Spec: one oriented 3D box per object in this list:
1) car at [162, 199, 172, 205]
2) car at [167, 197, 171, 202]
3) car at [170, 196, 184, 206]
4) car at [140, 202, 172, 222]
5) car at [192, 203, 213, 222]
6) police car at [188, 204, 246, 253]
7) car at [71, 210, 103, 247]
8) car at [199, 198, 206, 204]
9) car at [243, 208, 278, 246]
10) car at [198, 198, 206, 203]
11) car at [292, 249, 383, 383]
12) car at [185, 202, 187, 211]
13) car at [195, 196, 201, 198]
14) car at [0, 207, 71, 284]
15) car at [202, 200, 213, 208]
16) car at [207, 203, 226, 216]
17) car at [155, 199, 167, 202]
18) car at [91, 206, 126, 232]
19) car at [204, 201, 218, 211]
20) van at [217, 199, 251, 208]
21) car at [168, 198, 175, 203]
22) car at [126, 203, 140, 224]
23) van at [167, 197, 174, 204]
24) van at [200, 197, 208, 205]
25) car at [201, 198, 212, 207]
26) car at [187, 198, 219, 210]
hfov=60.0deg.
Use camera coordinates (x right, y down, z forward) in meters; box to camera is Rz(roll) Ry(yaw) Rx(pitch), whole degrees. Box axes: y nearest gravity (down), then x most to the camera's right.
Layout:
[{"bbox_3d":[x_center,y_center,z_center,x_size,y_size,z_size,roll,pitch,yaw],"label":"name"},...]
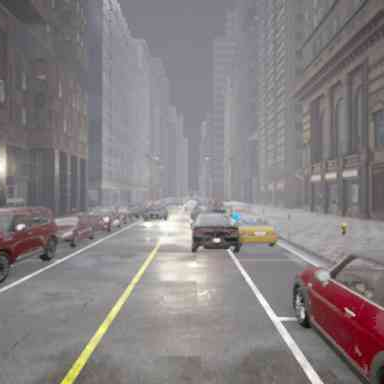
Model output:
[{"bbox_3d":[-5.744,2.307,77.261,1.887,1.381,4.507,0,-1,0],"label":"car"},{"bbox_3d":[-5.746,2.146,71.661,1.967,1.590,4.097,0,-1,0],"label":"car"},{"bbox_3d":[-2.980,2.052,71.393,2.097,1.767,4.553,0,-1,0],"label":"car"},{"bbox_3d":[-3.089,1.845,29.352,1.994,1.385,4.181,0,-1,0],"label":"car"},{"bbox_3d":[0.909,1.818,30.494,1.812,1.442,4.674,0,-1,0],"label":"car"},{"bbox_3d":[0.904,1.564,14.605,1.930,1.638,5.238,0,-1,0],"label":"police car"},{"bbox_3d":[-5.760,1.731,15.642,1.802,1.307,4.206,0,-1,0],"label":"car"},{"bbox_3d":[2.785,2.421,88.472,1.887,1.381,4.507,0,-1,0],"label":"car"},{"bbox_3d":[2.765,1.676,15.824,1.752,1.417,4.829,0,-1,0],"label":"car"},{"bbox_3d":[2.786,2.478,94.074,1.887,1.381,4.507,0,-1,0],"label":"car"},{"bbox_3d":[2.762,1.483,4.451,1.967,1.590,4.097,0,-1,0],"label":"car"},{"bbox_3d":[0.023,1.986,47.400,1.812,1.442,4.674,0,0,0],"label":"car"},{"bbox_3d":[0.019,1.952,61.193,2.097,1.767,4.553,0,-1,0],"label":"car"},{"bbox_3d":[-5.762,1.411,10.042,2.192,1.841,5.009,0,-1,0],"label":"car"},{"bbox_3d":[2.777,2.158,60.465,1.947,1.339,4.313,0,-1,0],"label":"car"},{"bbox_3d":[2.771,1.949,38.059,1.802,1.307,4.206,0,-1,0],"label":"car"},{"bbox_3d":[-5.750,2.080,54.855,1.887,1.381,4.507,0,-1,0],"label":"car"},{"bbox_3d":[-5.759,1.642,21.244,1.967,1.590,4.097,0,-1,0],"label":"car"},{"bbox_3d":[2.774,2.045,49.262,1.947,1.339,4.313,0,-1,0],"label":"car"},{"bbox_3d":[2.766,1.544,21.257,1.690,1.788,3.998,0,-1,0],"label":"van"},{"bbox_3d":[-5.739,2.478,94.068,1.887,1.381,4.507,0,-1,0],"label":"car"},{"bbox_3d":[-5.757,1.807,26.846,2.008,1.369,4.403,0,-1,0],"label":"car"},{"bbox_3d":[-5.741,2.217,88.468,1.690,1.788,3.998,0,-1,0],"label":"van"},{"bbox_3d":[2.781,2.104,77.271,1.690,1.788,3.998,0,-1,0],"label":"van"},{"bbox_3d":[2.778,2.089,66.067,1.967,1.590,4.097,0,-1,0],"label":"car"},{"bbox_3d":[0.906,1.585,24.466,2.097,1.767,4.553,0,-1,0],"label":"car"}]
